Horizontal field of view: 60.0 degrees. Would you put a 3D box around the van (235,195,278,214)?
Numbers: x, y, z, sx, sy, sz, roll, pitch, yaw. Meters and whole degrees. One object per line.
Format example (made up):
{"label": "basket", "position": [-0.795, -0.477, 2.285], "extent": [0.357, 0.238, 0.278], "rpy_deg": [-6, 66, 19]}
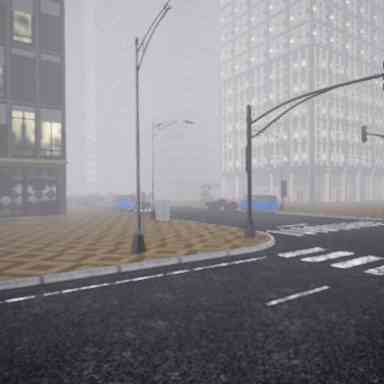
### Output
{"label": "van", "position": [6.323, 1.143, 31.824], "extent": [1.690, 1.788, 3.998], "rpy_deg": [0, 1, -34]}

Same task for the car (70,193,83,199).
{"label": "car", "position": [-29.133, 0.977, 83.744], "extent": [1.882, 1.535, 5.008], "rpy_deg": [-1, 1, -34]}

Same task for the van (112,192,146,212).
{"label": "van", "position": [-6.905, 1.179, 36.273], "extent": [1.690, 1.788, 3.998], "rpy_deg": [0, 1, -34]}

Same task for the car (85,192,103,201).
{"label": "car", "position": [-21.590, 0.875, 73.125], "extent": [2.192, 1.841, 5.009], "rpy_deg": [0, 1, -34]}

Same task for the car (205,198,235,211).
{"label": "car", "position": [3.158, 1.321, 36.370], "extent": [1.887, 1.381, 4.507], "rpy_deg": [0, 1, -34]}

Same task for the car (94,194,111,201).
{"label": "car", "position": [-18.498, 1.154, 68.531], "extent": [1.947, 1.339, 4.313], "rpy_deg": [0, 1, -34]}

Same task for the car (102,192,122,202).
{"label": "car", "position": [-15.408, 0.930, 63.932], "extent": [2.192, 1.841, 5.009], "rpy_deg": [0, 1, -34]}

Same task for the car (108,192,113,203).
{"label": "car", "position": [-16.278, 1.181, 60.401], "extent": [1.812, 1.442, 4.674], "rpy_deg": [-1, 1, -34]}

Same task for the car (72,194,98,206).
{"label": "car", "position": [-16.178, 1.323, 50.064], "extent": [1.947, 1.339, 4.313], "rpy_deg": [0, 1, -34]}

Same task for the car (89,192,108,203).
{"label": "car", "position": [-15.961, 1.113, 54.553], "extent": [1.895, 1.301, 4.718], "rpy_deg": [-1, 1, -34]}

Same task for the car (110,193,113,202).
{"label": "car", "position": [-10.519, 1.197, 51.912], "extent": [2.128, 1.511, 4.902], "rpy_deg": [-1, 1, -33]}

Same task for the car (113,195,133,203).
{"label": "car", "position": [-12.316, 1.187, 59.337], "extent": [1.887, 1.381, 4.507], "rpy_deg": [0, 1, -34]}

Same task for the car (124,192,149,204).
{"label": "car", "position": [-9.225, 0.985, 54.739], "extent": [2.192, 1.841, 5.009], "rpy_deg": [0, 1, -34]}

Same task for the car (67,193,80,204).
{"label": "car", "position": [-19.269, 1.281, 54.660], "extent": [2.008, 1.369, 4.403], "rpy_deg": [0, 1, -34]}

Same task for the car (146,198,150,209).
{"label": "car", "position": [-6.774, 1.357, 40.727], "extent": [1.994, 1.385, 4.181], "rpy_deg": [-1, 1, -34]}
